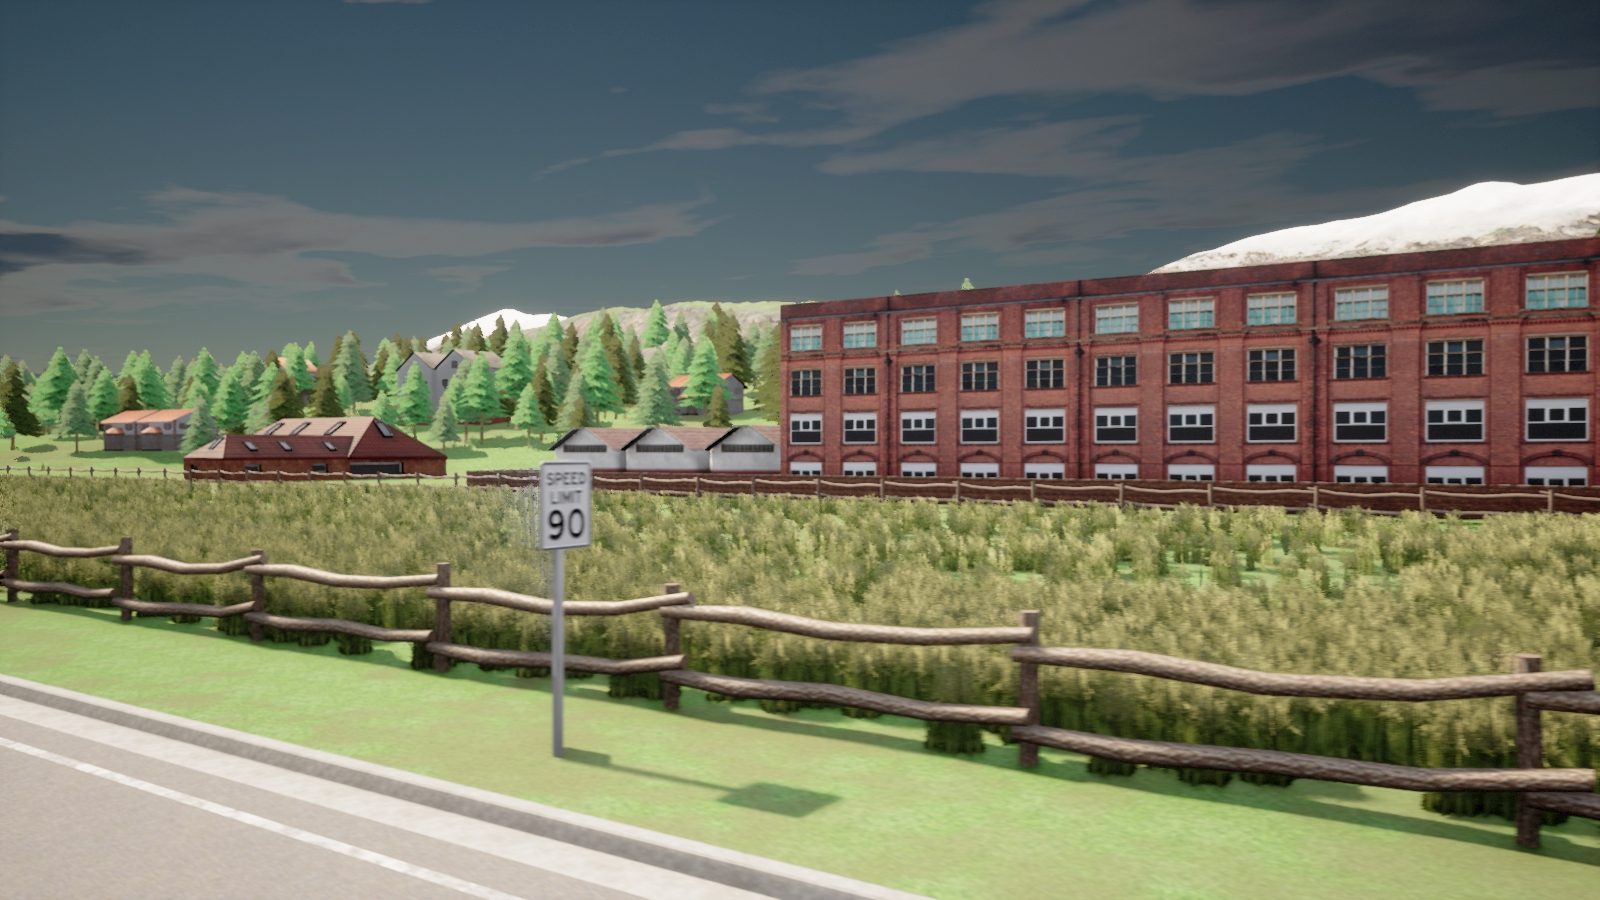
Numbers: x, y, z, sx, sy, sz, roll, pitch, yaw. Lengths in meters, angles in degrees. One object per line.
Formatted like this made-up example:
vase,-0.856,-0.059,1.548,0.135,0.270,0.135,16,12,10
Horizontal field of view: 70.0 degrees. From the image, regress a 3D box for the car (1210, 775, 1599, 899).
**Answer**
car,3.069,1.967,1.773,4.611,1.667,2.242,0,0,34
